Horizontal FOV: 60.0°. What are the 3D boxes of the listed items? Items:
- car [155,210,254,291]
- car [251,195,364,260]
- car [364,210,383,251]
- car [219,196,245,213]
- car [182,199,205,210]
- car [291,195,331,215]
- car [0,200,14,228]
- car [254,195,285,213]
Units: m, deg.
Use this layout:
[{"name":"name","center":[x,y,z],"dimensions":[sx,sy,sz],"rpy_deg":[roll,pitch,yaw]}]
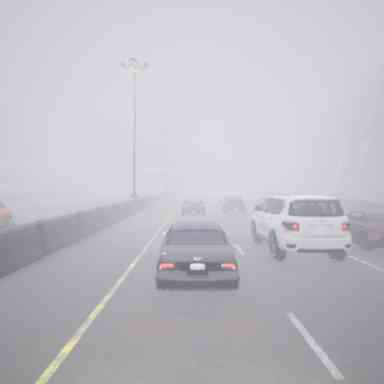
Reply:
[{"name":"car","center":[0.107,1.456,8.919],"dimensions":[2.033,1.411,5.357],"rpy_deg":[0,1,0]},{"name":"car","center":[3.609,1.094,11.966],"dimensions":[2.150,2.045,5.566],"rpy_deg":[0,1,0]},{"name":"car","center":[7.110,1.418,13.357],"dimensions":[1.994,1.385,4.181],"rpy_deg":[0,1,0]},{"name":"car","center":[3.623,1.086,30.060],"dimensions":[1.837,1.490,4.892],"rpy_deg":[0,1,0]},{"name":"car","center":[0.121,1.215,28.265],"dimensions":[1.895,1.301,4.718],"rpy_deg":[0,1,0]},{"name":"car","center":[10.622,1.088,30.045],"dimensions":[1.837,1.490,4.892],"rpy_deg":[0,1,0]},{"name":"car","center":[-10.569,1.169,15.842],"dimensions":[2.097,1.767,4.553],"rpy_deg":[0,1,0]},{"name":"car","center":[7.123,1.089,31.033],"dimensions":[1.812,1.442,4.674],"rpy_deg":[0,1,0]}]
